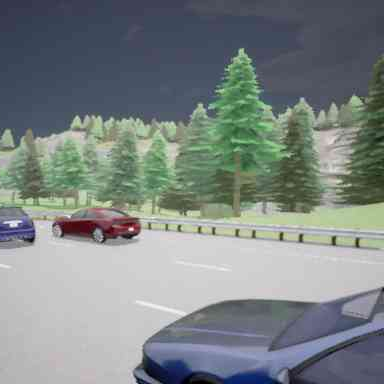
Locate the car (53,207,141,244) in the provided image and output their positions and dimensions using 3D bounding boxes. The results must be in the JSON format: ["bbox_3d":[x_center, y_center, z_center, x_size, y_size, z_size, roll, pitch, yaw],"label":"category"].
[{"bbox_3d":[-4.656,1.478,15.903,5.008,1.535,1.882,0,0,35],"label":"car"}]

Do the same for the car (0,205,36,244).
[{"bbox_3d":[-8.916,1.352,14.641,4.553,1.767,2.097,0,0,35],"label":"car"}]

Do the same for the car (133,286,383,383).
[{"bbox_3d":[2.020,1.547,2.551,5.357,1.411,2.033,0,0,35],"label":"car"}]
